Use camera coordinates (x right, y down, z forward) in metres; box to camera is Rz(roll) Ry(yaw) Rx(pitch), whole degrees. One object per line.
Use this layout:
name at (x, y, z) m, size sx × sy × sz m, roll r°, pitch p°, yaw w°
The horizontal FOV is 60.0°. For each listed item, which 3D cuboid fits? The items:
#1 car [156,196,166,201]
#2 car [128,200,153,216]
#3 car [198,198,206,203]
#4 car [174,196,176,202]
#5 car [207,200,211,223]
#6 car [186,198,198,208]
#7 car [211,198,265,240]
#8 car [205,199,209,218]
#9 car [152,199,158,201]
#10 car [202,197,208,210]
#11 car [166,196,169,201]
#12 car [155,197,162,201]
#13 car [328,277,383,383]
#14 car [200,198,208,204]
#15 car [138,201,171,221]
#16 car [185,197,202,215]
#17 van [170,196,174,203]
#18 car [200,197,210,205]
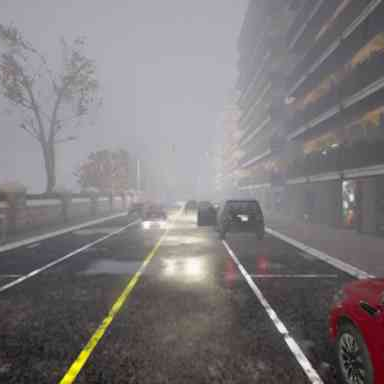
car at (-5.694, 1.785, 52.736) m, size 1.967 × 1.590 × 4.097 m, roll 0°, pitch 0°, yaw 0°
car at (-5.692, 1.795, 35.849) m, size 1.947 × 1.339 × 4.313 m, roll 0°, pitch 0°, yaw 0°
car at (2.682, 2.176, 86.519) m, size 1.947 × 1.339 × 4.313 m, roll 0°, pitch 0°, yaw 0°
car at (-5.698, 2.177, 86.518) m, size 1.947 × 1.339 × 4.313 m, roll 0°, pitch 0°, yaw 0°
car at (2.688, 1.743, 30.218) m, size 2.008 × 1.369 × 4.403 m, roll 0°, pitch 0°, yaw 0°
car at (-0.003, 1.861, 57.576) m, size 1.882 × 1.535 × 5.008 m, roll 0°, pitch 0°, yaw 0°
car at (2.393, 1.334, 17.808) m, size 2.150 × 2.045 × 5.566 m, roll 0°, pitch 0°, yaw 0°
car at (2.688, 1.773, 35.849) m, size 1.887 × 1.381 × 4.507 m, roll 0°, pitch 0°, yaw 0°
car at (-5.693, 1.847, 41.479) m, size 1.802 × 1.307 × 4.206 m, roll 0°, pitch 0°, yaw 0°
car at (2.685, 1.971, 58.366) m, size 1.802 × 1.307 × 4.206 m, roll 0°, pitch 0°, yaw 0°
car at (-5.695, 1.704, 58.368) m, size 2.192 × 1.841 × 5.009 m, roll 0°, pitch 0°, yaw 0°
car at (-5.694, 1.847, 47.107) m, size 1.887 × 1.381 × 4.507 m, roll 0°, pitch 0°, yaw 0°
car at (2.691, 1.329, 2.068) m, size 2.192 × 1.841 × 5.009 m, roll 0°, pitch 0°, yaw 0°
car at (2.684, 2.103, 75.258) m, size 1.802 × 1.307 × 4.206 m, roll 0°, pitch 0°, yaw 0°
car at (-3.098, 1.747, 28.745) m, size 1.994 × 1.385 × 4.181 m, roll 0°, pitch 0°, yaw 0°
car at (0.048, 1.751, 42.811) m, size 1.882 × 1.535 × 5.008 m, roll 0°, pitch 0°, yaw 0°
van at (-5.697, 1.863, 75.259) m, size 1.690 × 1.788 × 3.998 m, roll 0°, pitch 0°, yaw 0°
car at (2.684, 1.917, 69.629) m, size 1.967 × 1.590 × 4.097 m, roll 0°, pitch 0°, yaw 0°
